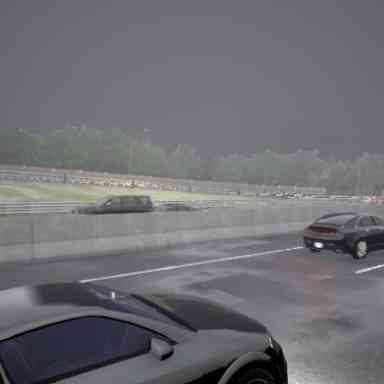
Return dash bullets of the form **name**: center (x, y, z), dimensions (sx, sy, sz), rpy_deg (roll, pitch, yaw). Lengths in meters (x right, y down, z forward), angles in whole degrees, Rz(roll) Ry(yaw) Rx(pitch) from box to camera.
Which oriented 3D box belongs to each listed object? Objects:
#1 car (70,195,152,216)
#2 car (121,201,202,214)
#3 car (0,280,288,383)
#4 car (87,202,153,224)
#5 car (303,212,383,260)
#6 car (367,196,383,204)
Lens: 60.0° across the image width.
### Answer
- **car**: center (-5.064, 1.225, 21.877), dimensions (5.566, 2.045, 2.150), rpy_deg (0, 0, -36)
- **car**: center (-1.477, 1.510, 20.136), dimensions (4.892, 1.490, 1.837), rpy_deg (0, 0, -35)
- **car**: center (-1.062, 1.564, 2.988), dimensions (4.181, 1.385, 1.994), rpy_deg (0, 0, -36)
- **car**: center (-5.533, 1.531, 25.842), dimensions (4.674, 1.442, 1.812), rpy_deg (0, 0, -35)
- **car**: center (6.177, 1.510, 12.454), dimensions (4.892, 1.490, 1.837), rpy_deg (0, 0, -35)
- **car**: center (28.348, 1.419, 49.966), dimensions (4.553, 1.767, 2.097), rpy_deg (0, 0, -35)
